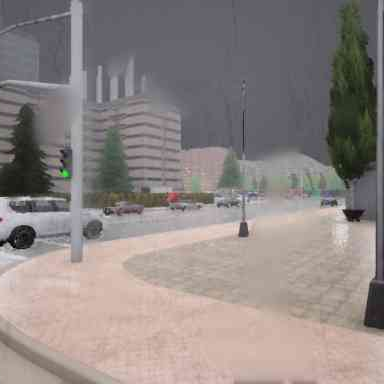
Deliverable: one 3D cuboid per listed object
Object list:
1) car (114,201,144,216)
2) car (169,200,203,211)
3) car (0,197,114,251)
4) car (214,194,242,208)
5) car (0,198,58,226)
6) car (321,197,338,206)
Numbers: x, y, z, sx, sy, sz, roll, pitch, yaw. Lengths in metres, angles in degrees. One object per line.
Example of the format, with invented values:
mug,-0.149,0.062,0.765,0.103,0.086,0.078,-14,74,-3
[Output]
car,-6.651,1.564,32.437,1.994,1.385,4.181,0,0,36
car,-0.679,1.601,40.630,1.895,1.301,4.718,0,0,36
car,-6.405,1.221,14.569,2.150,2.045,5.566,0,0,36
car,5.470,1.505,49.020,1.837,1.490,4.892,0,0,37
car,-12.495,1.352,24.387,2.097,1.767,4.553,0,0,36
car,22.259,1.526,53.993,1.812,1.442,4.674,0,0,36
